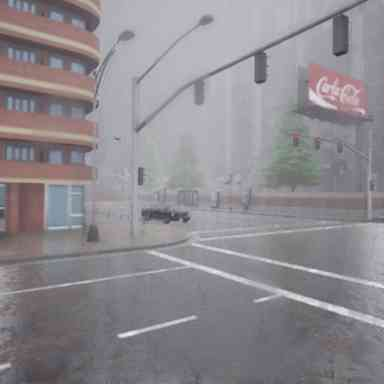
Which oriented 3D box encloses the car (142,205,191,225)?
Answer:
[{"bbox_3d":[-2.051,1.695,25.866,1.895,1.301,4.718,1,0,-36],"label":"car"}]
